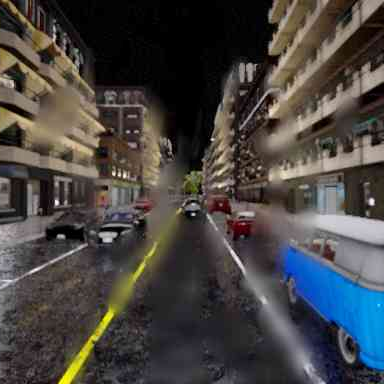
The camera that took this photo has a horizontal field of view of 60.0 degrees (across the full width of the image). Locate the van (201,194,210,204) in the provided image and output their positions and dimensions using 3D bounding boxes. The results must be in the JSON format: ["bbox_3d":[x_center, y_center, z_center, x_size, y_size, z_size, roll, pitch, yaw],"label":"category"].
[{"bbox_3d":[2.708,1.338,66.698,1.690,1.788,3.998,1,0,0],"label":"van"}]

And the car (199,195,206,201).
[{"bbox_3d":[2.705,1.580,88.983,1.802,1.307,4.206,1,0,0],"label":"car"}]

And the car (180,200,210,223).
[{"bbox_3d":[0.103,1.561,25.520,1.994,1.385,4.181,0,0,0],"label":"car"}]

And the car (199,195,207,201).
[{"bbox_3d":[2.706,1.523,83.581,1.752,1.417,4.829,1,0,0],"label":"car"}]

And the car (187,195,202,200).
[{"bbox_3d":[0.103,1.501,45.604,1.837,1.490,4.892,0,0,0],"label":"car"}]

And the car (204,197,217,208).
[{"bbox_3d":[2.704,1.522,50.154,1.752,1.417,4.829,1,0,0],"label":"car"}]

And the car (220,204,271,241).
[{"bbox_3d":[2.702,1.543,16.558,1.887,1.381,4.507,1,0,0],"label":"car"}]

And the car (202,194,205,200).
[{"bbox_3d":[2.706,1.312,38.842,2.192,1.841,5.009,1,0,0],"label":"car"}]

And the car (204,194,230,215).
[{"bbox_3d":[2.706,1.312,33.271,2.192,1.841,5.009,1,0,0],"label":"car"}]

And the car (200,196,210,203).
[{"bbox_3d":[2.705,1.548,72.269,2.008,1.369,4.403,1,0,0],"label":"car"}]

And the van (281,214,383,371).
[{"bbox_3d":[2.704,1.341,5.417,1.690,1.788,3.998,1,0,0],"label":"van"}]

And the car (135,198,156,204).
[{"bbox_3d":[-5.677,1.541,38.883,1.887,1.381,4.507,1,0,0],"label":"car"}]

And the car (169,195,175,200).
[{"bbox_3d":[-5.674,1.564,94.594,1.947,1.339,4.313,1,0,0],"label":"car"}]

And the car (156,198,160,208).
[{"bbox_3d":[-5.677,1.579,44.454,1.802,1.307,4.206,1,0,0],"label":"car"}]

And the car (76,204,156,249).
[{"bbox_3d":[-3.069,1.489,14.596,2.128,1.511,4.902,0,0,0],"label":"car"}]

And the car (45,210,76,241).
[{"bbox_3d":[-5.678,1.564,16.598,1.947,1.339,4.313,1,0,0],"label":"car"}]
